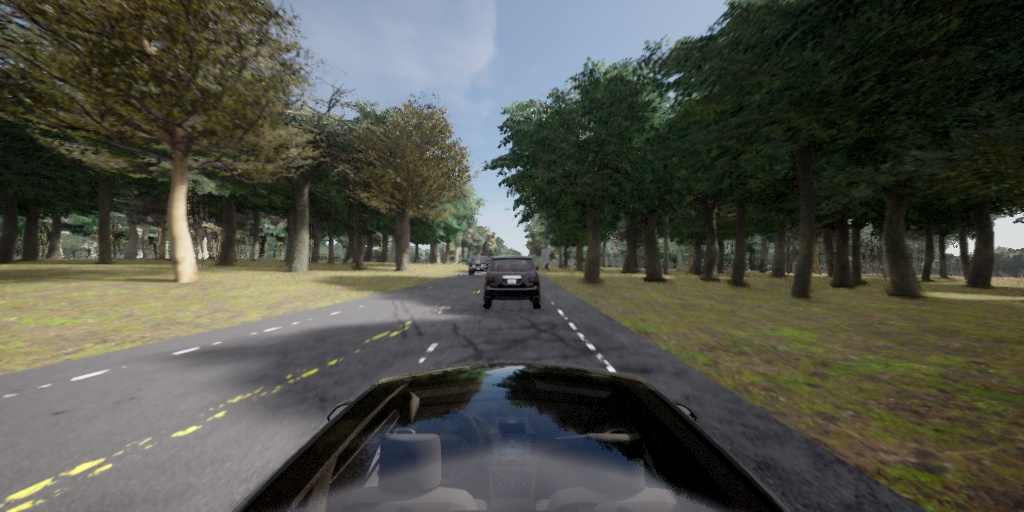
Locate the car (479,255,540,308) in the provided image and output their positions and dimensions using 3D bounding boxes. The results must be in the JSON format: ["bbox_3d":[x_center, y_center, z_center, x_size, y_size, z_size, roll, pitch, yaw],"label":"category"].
[{"bbox_3d":[0.001,1.004,15.435,2.150,2.045,5.566,0,0,0],"label":"car"}]

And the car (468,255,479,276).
[{"bbox_3d":[-3.400,0.933,38.763,2.150,2.045,5.566,0,0,0],"label":"car"}]
